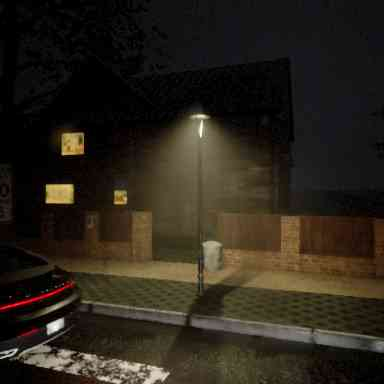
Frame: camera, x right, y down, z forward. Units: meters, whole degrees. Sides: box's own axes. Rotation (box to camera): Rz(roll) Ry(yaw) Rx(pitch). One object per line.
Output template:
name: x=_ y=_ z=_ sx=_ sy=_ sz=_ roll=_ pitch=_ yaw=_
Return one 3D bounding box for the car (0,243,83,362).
car: x=-4.100 y=1.567 z=5.287 sx=4.892 sy=1.490 sz=1.837 roll=-1 pitch=-1 yaw=20
